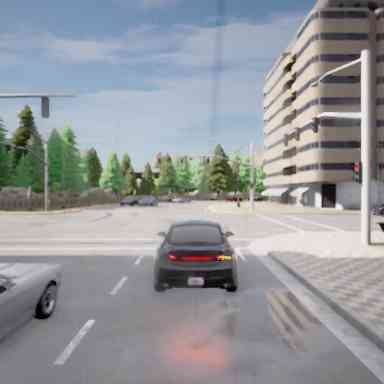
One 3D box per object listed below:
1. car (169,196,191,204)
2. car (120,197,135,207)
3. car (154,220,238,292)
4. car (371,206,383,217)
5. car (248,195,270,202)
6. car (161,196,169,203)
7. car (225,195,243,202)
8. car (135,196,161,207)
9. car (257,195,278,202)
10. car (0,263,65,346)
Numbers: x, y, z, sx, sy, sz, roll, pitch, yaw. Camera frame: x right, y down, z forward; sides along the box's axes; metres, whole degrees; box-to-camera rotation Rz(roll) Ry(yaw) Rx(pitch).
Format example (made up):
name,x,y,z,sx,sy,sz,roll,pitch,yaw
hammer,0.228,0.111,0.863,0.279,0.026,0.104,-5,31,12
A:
name,x,y,z,sx,sy,sz,roll,pitch,yaw
car,-2.105,1.628,66.713,1.895,1.301,4.718,0,0,29
car,-9.931,1.526,52.716,1.837,1.490,4.892,0,0,6
car,0.099,1.508,8.946,1.837,1.490,4.892,0,0,1
car,19.361,1.595,31.671,4.674,1.442,1.812,0,0,0
car,15.037,1.627,75.422,4.718,1.301,1.895,0,0,-34
car,-5.008,1.569,68.717,2.033,1.411,5.357,0,0,27
car,9.563,1.509,75.683,5.008,1.535,1.882,0,0,-41
car,-6.648,1.373,50.578,2.097,1.767,4.553,0,0,6
car,18.350,1.534,81.216,4.892,1.490,1.837,0,0,-22
car,-3.434,1.603,4.418,1.895,1.301,4.718,0,0,0
